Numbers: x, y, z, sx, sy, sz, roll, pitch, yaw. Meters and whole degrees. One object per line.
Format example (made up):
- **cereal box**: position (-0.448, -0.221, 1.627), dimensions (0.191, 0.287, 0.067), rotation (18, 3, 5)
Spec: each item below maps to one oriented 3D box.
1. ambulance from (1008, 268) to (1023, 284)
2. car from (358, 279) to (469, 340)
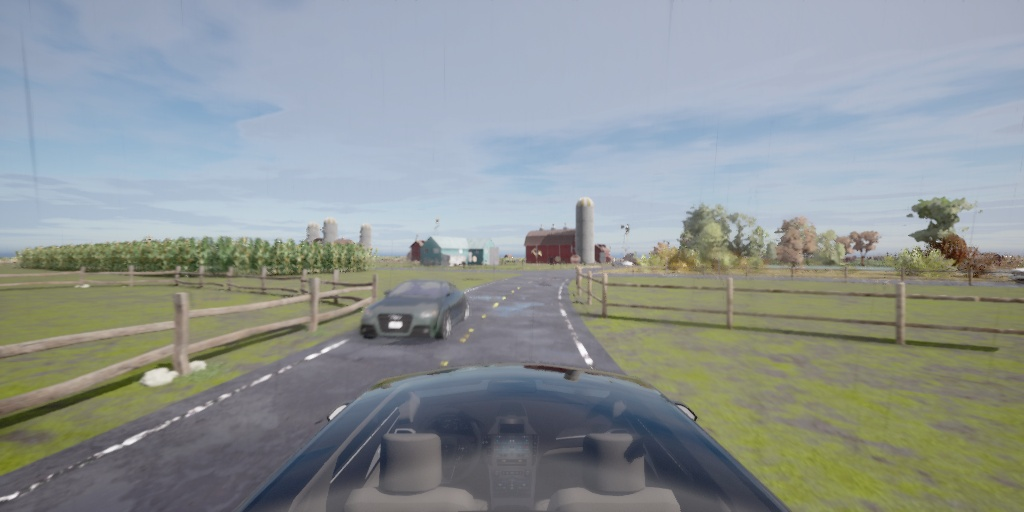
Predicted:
- **ambulance**: position (45.144, 1.188, 28.754), dimensions (6.366, 2.431, 2.351), rotation (0, 0, 29)
- **car**: position (-2.467, 1.354, 9.980), dimensions (1.994, 1.385, 4.181), rotation (0, 0, 4)
